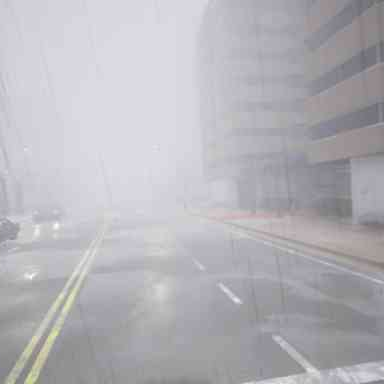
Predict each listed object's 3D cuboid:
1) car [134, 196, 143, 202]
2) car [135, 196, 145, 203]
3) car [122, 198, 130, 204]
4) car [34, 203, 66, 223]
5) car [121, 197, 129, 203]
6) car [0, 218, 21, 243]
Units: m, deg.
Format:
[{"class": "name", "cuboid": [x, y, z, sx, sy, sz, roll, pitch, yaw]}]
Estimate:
[{"class": "car", "cuboid": [-14.574, 1.926, 90.153, 2.128, 1.511, 4.902, -2, 0, -12]}, {"class": "car", "cuboid": [-12.461, 1.897, 79.932, 1.837, 1.490, 4.892, -2, 0, -12]}, {"class": "car", "cuboid": [-15.881, 2.088, 79.216, 2.033, 1.411, 5.357, -2, 0, -12]}, {"class": "car", "cuboid": [-13.144, 1.864, 30.991, 2.097, 1.767, 4.553, -2, 0, -11]}, {"class": "car", "cuboid": [-18.002, 2.143, 89.474, 1.895, 1.301, 4.718, -2, 0, -12]}, {"class": "car", "cuboid": [-10.163, 2.008, 16.523, 1.895, 1.301, 4.718, -2, 0, -12]}]
